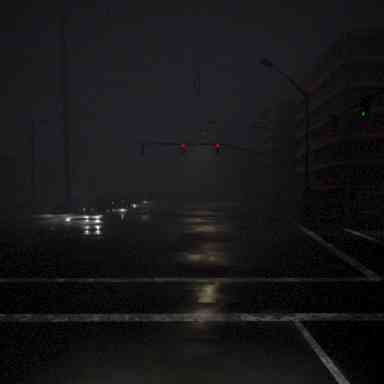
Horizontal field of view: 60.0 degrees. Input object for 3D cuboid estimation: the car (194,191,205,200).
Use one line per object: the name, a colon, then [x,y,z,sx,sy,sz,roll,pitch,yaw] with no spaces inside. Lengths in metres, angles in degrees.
car: [1.581,0.855,65.439,2.128,1.511,4.902,0,1,1]

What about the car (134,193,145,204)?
car: [-9.274,1.132,52.978,2.033,1.411,5.357,0,1,1]

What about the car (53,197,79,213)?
car: [-13.003,1.346,35.359,1.882,1.535,5.008,0,1,1]

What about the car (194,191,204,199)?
car: [1.613,0.556,75.829,2.097,1.767,4.553,0,1,1]

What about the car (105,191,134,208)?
car: [-9.397,1.106,43.333,2.097,1.767,4.553,0,1,1]

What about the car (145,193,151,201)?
car: [-9.086,0.948,63.513,2.033,1.411,5.357,0,1,1]

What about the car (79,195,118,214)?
car: [-9.515,1.369,34.292,2.128,1.511,4.902,0,1,1]

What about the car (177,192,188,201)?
car: [-1.926,0.917,65.170,2.033,1.411,5.357,0,1,1]

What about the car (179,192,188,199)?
car: [-1.887,0.742,75.821,2.033,1.411,5.357,0,1,1]
